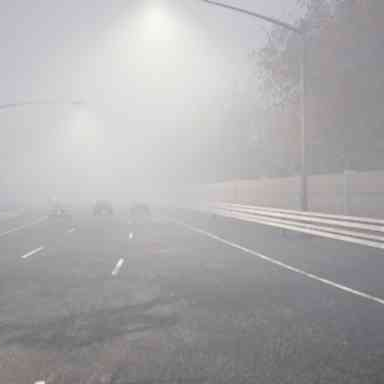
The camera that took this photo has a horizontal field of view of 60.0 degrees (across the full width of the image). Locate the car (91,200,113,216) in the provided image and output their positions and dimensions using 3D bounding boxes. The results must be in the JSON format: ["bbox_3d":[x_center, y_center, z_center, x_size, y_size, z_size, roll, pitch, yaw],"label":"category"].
[{"bbox_3d":[-9.082,1.557,33.797,1.837,1.490,4.892,0,0,-17],"label":"car"}]

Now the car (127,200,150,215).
[{"bbox_3d":[-5.524,1.553,34.158,1.812,1.442,4.674,0,0,-17],"label":"car"}]

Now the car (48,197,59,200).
[{"bbox_3d":[-23.526,1.636,56.482,2.128,1.511,4.902,0,0,-35],"label":"car"}]

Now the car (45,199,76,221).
[{"bbox_3d":[-10.979,1.615,28.184,2.033,1.411,5.357,0,0,-16],"label":"car"}]
